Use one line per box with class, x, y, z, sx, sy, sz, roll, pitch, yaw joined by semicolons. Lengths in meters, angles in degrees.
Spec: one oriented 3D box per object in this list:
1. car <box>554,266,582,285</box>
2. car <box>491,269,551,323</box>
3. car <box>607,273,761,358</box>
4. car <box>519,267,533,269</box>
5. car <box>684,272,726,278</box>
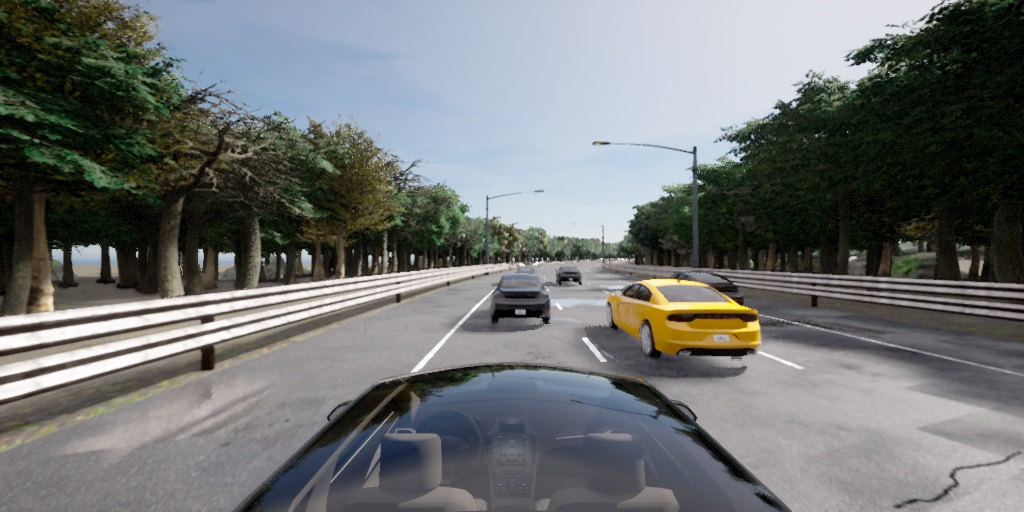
car;4.688;1.573;29.999;1.837;1.490;4.892;0;0;4
car;0.313;1.378;12.722;1.837;1.490;4.892;0;0;2
car;3.715;1.306;8.757;1.882;1.535;5.008;0;0;1
car;1.202;1.634;30.274;1.994;1.385;4.181;0;-1;4
car;7.378;1.402;14.690;1.837;1.490;4.892;0;0;2
